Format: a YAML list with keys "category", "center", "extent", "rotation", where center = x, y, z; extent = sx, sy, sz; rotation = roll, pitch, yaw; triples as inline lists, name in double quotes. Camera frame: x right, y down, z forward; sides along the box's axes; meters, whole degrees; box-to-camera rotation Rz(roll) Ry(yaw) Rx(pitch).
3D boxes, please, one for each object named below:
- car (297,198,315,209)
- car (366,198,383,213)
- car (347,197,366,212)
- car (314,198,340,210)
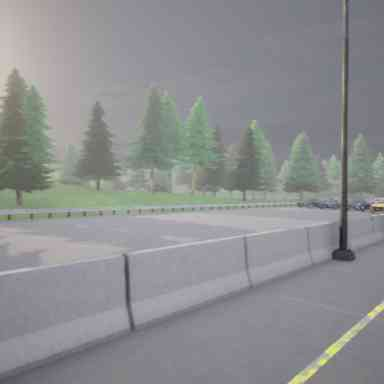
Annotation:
- category: "car"
  center: [16.820, 1.577, 47.404]
  extent: [4.892, 1.490, 1.837]
  rotation: [1, 0, -42]
- category: "car"
  center: [22.090, 1.631, 38.004]
  extent: [5.008, 1.535, 1.882]
  rotation: [1, 0, -42]
- category: "car"
  center: [20.924, 1.482, 41.681]
  extent: [4.553, 1.767, 2.097]
  rotation: [0, 0, -42]
- category: "car"
  center: [18.624, 1.662, 44.321]
  extent: [4.181, 1.385, 1.994]
  rotation: [1, 0, -42]
